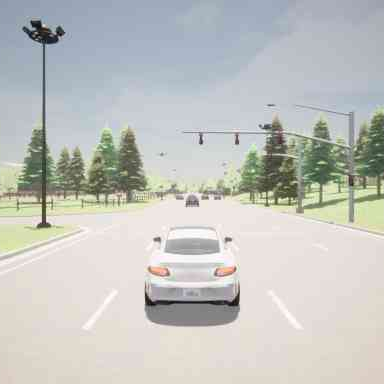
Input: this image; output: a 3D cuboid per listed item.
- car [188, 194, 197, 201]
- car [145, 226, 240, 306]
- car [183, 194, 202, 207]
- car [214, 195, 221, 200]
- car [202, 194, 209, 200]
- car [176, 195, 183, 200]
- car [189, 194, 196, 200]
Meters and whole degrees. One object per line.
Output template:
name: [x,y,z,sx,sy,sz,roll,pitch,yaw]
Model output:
car: [0.111,1.346,82.787,2.097,1.767,4.553,0,0,0]
car: [0.017,1.526,7.884,1.812,1.442,4.674,0,0,0]
car: [0.070,1.351,51.757,2.097,1.767,4.553,0,0,0]
car: [7.125,1.523,93.224,2.128,1.511,4.902,0,0,0]
car: [3.625,1.353,93.199,2.097,1.767,4.553,0,0,0]
car: [-3.375,1.551,93.205,1.994,1.385,4.181,0,0,0]
car: [0.125,1.331,92.820,1.837,1.490,4.892,0,0,0]
